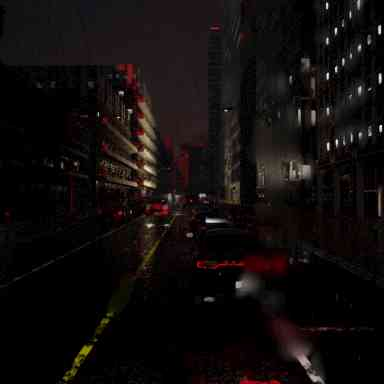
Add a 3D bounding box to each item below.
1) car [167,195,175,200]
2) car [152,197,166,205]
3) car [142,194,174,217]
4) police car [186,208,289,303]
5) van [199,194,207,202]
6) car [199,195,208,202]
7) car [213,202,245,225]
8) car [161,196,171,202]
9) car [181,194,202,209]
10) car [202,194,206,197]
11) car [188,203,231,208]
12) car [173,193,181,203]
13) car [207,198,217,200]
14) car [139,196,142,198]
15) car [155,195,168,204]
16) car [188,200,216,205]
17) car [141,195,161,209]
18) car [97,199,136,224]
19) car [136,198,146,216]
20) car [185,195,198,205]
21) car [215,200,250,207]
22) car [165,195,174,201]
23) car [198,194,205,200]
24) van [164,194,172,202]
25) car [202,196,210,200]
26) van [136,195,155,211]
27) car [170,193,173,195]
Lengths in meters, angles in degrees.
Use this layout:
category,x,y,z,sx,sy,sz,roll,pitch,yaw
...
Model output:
category,x,y,z,sx,sy,sz,roll,pitch,yaw
car,-5.797,1.594,91.409,1.802,1.307,4.206,1,0,0
car,-5.773,1.564,58.129,2.008,1.369,4.403,1,0,0
car,-3.153,1.361,31.584,2.097,1.767,4.553,0,0,0
police car,0.885,1.428,8.425,1.930,1.638,5.238,0,0,0
van,2.573,1.355,80.417,1.690,1.788,3.998,1,0,0
car,2.580,1.454,74.869,1.967,1.590,4.097,1,0,0
car,2.662,1.553,24.937,1.887,1.381,4.507,1,0,0
car,-5.811,1.539,74.599,1.752,1.417,4.829,1,0,0
car,-0.064,1.233,45.515,2.150,2.045,5.566,0,0,0
car,2.616,1.537,52.847,1.752,1.417,4.829,1,0,0
car,0.849,1.533,18.317,1.812,1.442,4.674,0,0,0
car,-3.117,1.505,69.672,2.128,1.511,4.902,0,0,0
car,2.653,1.554,30.486,1.887,1.381,4.507,1,0,0
car,-5.734,1.450,35.943,1.967,1.590,4.097,1,0,0
car,-5.781,1.454,63.676,1.967,1.590,4.097,1,0,0
car,0.807,1.535,24.315,1.812,1.442,4.674,0,0,0
car,-5.751,1.327,47.036,2.192,1.841,5.009,1,0,0
car,-5.716,1.449,24.848,1.967,1.590,4.097,1,0,0
car,-5.727,1.554,30.396,1.887,1.381,4.507,1,0,0
car,-0.099,1.365,58.893,2.097,1.767,4.553,0,0,0
car,2.673,1.447,19.389,1.967,1.590,4.097,1,0,0
car,-5.787,1.538,85.693,1.752,1.417,4.829,1,0,0
car,2.553,1.452,91.513,1.967,1.590,4.097,1,0,0
van,-5.781,1.355,80.316,1.690,1.788,3.998,1,0,0
car,2.634,1.562,41.581,2.008,1.369,4.403,1,0,0
van,-5.741,1.352,41.490,1.690,1.788,3.998,1,0,0
car,-5.791,1.329,69.223,2.192,1.841,5.009,1,0,0
